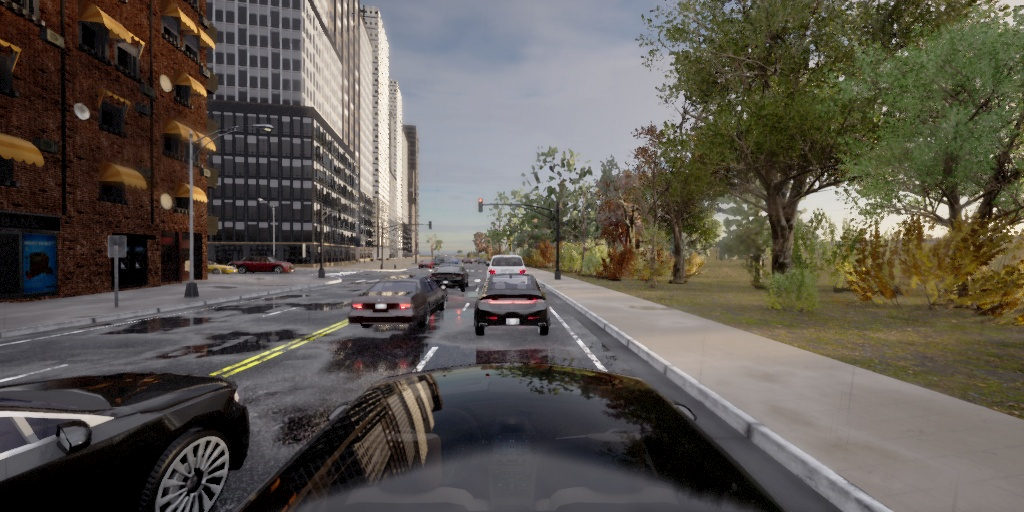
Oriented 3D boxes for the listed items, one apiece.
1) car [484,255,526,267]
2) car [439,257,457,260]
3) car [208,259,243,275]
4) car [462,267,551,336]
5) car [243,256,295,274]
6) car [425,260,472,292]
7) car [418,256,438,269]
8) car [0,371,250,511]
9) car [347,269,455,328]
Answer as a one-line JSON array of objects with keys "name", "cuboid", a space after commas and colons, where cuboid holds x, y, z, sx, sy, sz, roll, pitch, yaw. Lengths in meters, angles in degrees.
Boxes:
[{"name": "car", "cuboid": [-0.338, 0.964, 20.827, 2.150, 2.045, 5.566, 0, 0, -2]}, {"name": "car", "cuboid": [-9.536, 1.281, 54.116, 1.994, 1.385, 4.181, 0, 0, -7]}, {"name": "car", "cuboid": [-26.686, 0.938, 30.966, 4.829, 1.417, 1.751, 0, 0, -11]}, {"name": "car", "cuboid": [-0.029, 1.239, 10.390, 2.128, 1.511, 4.902, 0, 0, -1]}, {"name": "car", "cuboid": [-23.427, 0.814, 34.287, 4.553, 1.767, 2.097, 1, 0, -10]}, {"name": "car", "cuboid": [-3.612, 1.221, 21.261, 1.882, 1.535, 5.008, 0, 0, -3]}, {"name": "car", "cuboid": [-12.743, 1.197, 53.649, 1.882, 1.535, 5.008, 0, 0, -5]}, {"name": "car", "cuboid": [-3.188, 1.242, 1.122, 2.128, 1.511, 4.902, 0, 0, 0]}, {"name": "car", "cuboid": [-3.296, 1.295, 11.391, 2.033, 1.411, 5.357, 0, 0, -1]}]
